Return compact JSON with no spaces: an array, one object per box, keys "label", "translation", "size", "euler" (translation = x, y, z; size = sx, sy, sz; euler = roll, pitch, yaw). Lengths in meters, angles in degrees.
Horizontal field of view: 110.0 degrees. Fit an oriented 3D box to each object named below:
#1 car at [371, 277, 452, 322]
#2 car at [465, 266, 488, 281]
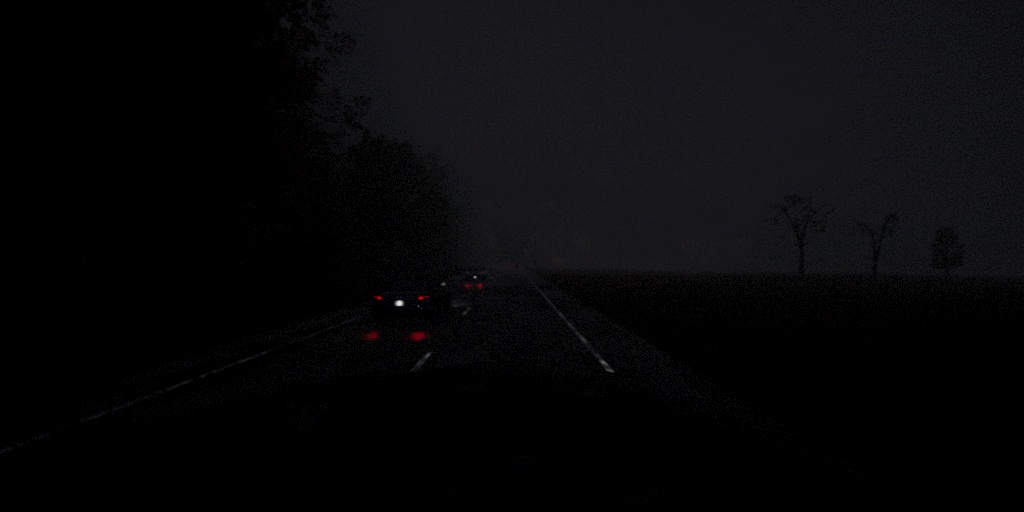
[{"label":"car","translation":[-3.396,1.421,12.830],"size":[1.994,1.385,4.181],"euler":[0,-1,0]},{"label":"car","translation":[-3.385,1.672,35.019],"size":[1.895,1.301,4.718],"euler":[0,-1,0]}]
